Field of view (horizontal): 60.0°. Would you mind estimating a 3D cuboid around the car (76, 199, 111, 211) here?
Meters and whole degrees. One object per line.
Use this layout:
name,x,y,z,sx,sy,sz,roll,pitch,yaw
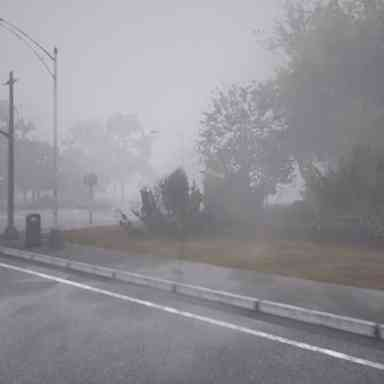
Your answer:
car,-11.569,1.478,39.219,1.994,1.385,4.181,0,0,32
